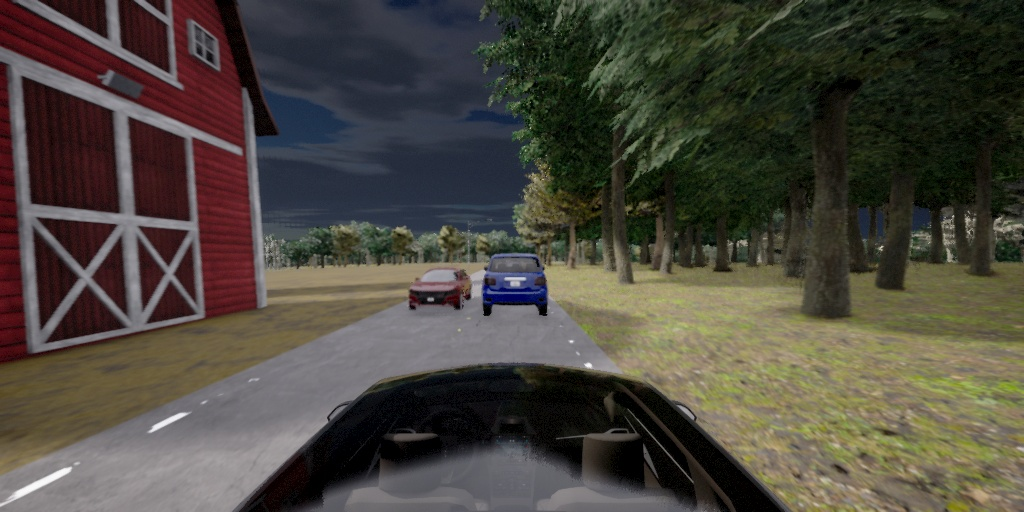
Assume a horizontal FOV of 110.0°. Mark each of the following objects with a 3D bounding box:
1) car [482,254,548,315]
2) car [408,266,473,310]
[{"bbox_3d":[0.102,0.942,13.549,2.150,2.045,5.566,0,0,0],"label":"car"},{"bbox_3d":[-2.748,1.200,14.624,1.882,1.535,5.008,0,0,0],"label":"car"}]
